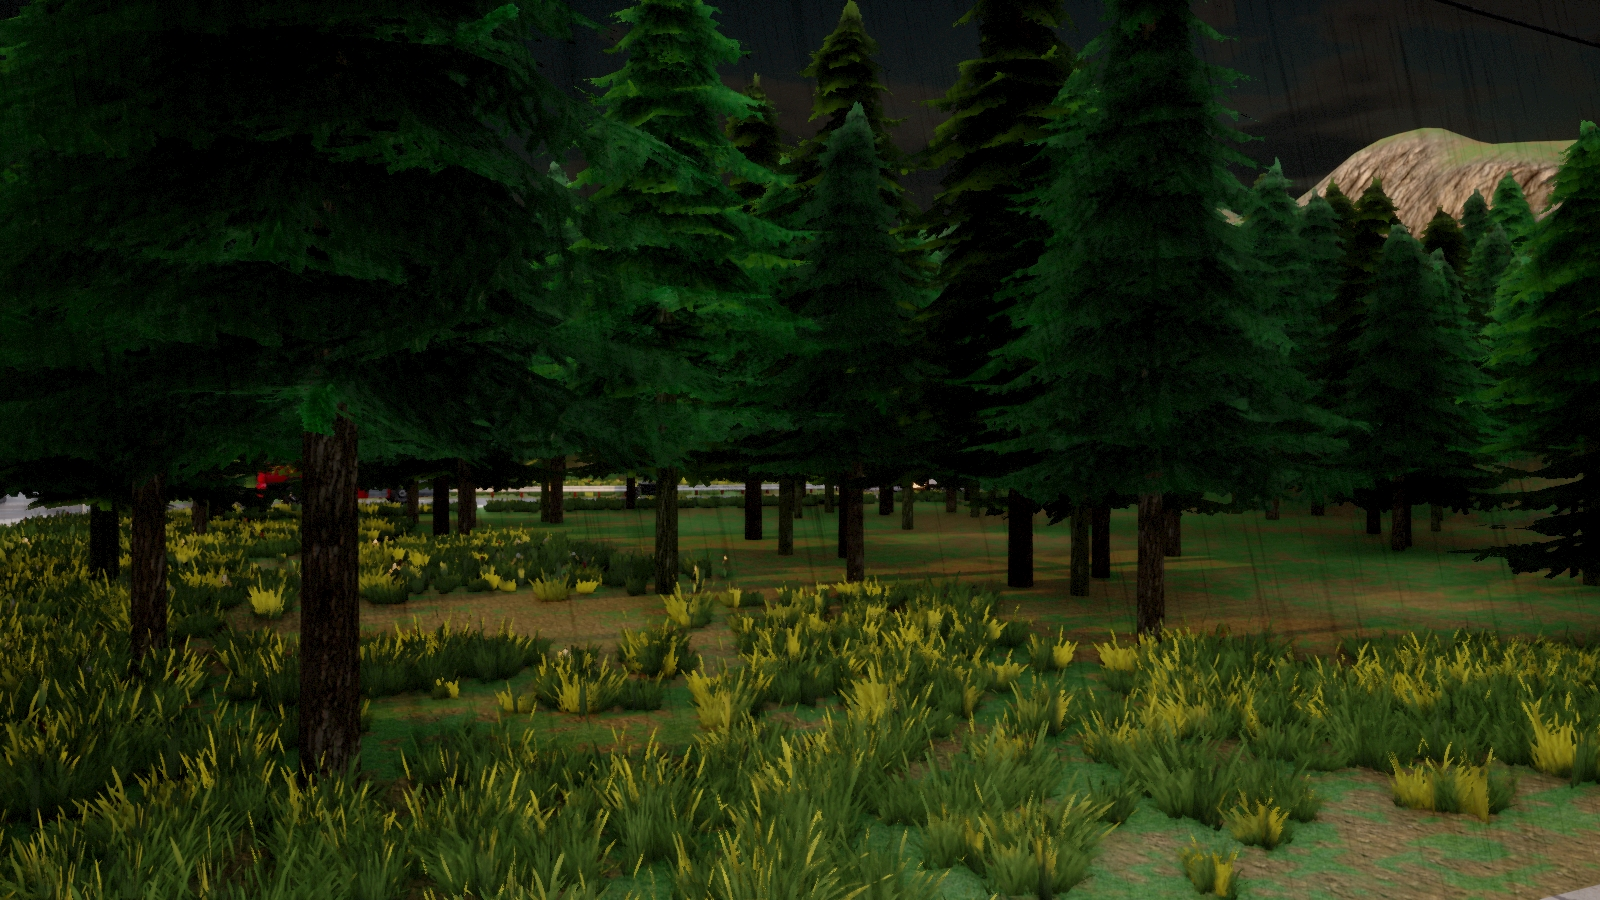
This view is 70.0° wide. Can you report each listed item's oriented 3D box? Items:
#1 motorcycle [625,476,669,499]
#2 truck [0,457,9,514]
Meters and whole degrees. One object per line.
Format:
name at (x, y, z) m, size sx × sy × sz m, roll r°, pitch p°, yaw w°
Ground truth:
motorcycle at (-8.786, 2.143, 65.607) m, size 2.356 × 1.277 × 0.764 m, roll 0°, pitch 0°, yaw -23°
truck at (-38.057, 1.561, 50.126) m, size 5.204 × 2.467 × 2.627 m, roll 0°, pitch 0°, yaw -28°
